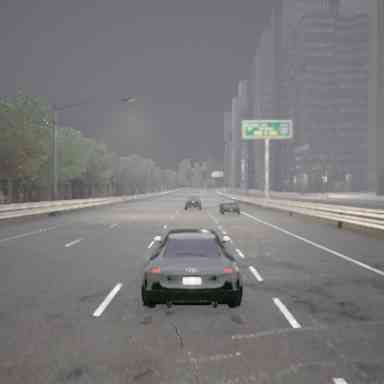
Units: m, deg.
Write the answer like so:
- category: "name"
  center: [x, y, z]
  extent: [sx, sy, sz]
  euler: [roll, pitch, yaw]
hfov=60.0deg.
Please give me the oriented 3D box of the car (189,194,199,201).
- category: "car"
  center: [0.551, 1.254, 73.683]
  extent: [2.128, 1.511, 4.902]
  euler: [0, 1, 1]

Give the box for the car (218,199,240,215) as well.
- category: "car"
  center: [3.709, 1.447, 33.697]
  extent: [2.128, 1.511, 4.902]
  euler: [0, 0, 0]

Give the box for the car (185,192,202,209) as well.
- category: "car"
  center: [0.187, 1.276, 43.588]
  extent: [2.097, 1.767, 4.553]
  euler: [0, 0, 1]

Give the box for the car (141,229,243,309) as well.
- category: "car"
  center: [0.003, 1.562, 7.962]
  extent: [1.994, 1.385, 4.181]
  euler: [0, 0, 0]
